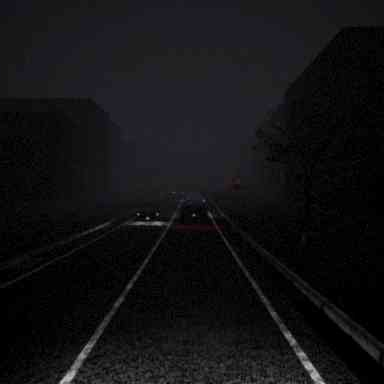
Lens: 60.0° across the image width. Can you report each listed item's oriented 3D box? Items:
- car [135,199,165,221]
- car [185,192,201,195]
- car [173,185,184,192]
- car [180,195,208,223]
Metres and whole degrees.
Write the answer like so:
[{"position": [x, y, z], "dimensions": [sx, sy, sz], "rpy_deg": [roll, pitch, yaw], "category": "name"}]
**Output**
[{"position": [-3.071, 1.288, 25.506], "dimensions": [2.033, 1.411, 5.357], "rpy_deg": [0, 3, -1], "category": "car"}, {"position": [0.153, 0.694, 41.162], "dimensions": [1.812, 1.442, 4.674], "rpy_deg": [0, 3, 0], "category": "car"}, {"position": [-2.690, -0.768, 67.062], "dimensions": [1.812, 1.442, 4.674], "rpy_deg": [0, 3, 3], "category": "car"}, {"position": [0.136, 1.297, 24.070], "dimensions": [1.882, 1.535, 5.008], "rpy_deg": [0, 1, 0], "category": "car"}]
